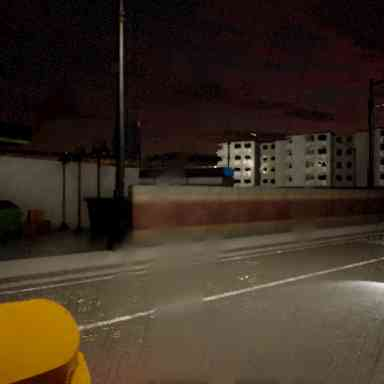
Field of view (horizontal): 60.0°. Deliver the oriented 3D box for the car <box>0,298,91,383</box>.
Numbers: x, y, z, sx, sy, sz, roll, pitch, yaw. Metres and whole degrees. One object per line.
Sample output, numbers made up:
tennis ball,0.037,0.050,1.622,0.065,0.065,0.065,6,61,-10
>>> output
car,-3.130,1.470,1.734,5.008,1.535,1.882,0,0,-35
